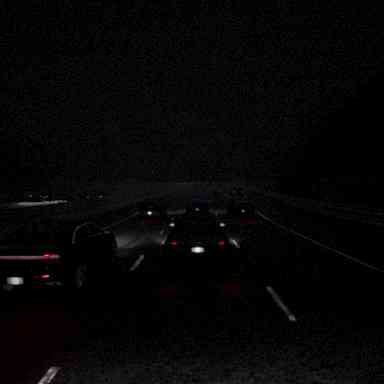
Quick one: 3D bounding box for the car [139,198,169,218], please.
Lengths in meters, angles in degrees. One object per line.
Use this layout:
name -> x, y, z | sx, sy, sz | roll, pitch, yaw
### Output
car -> -3.055, 1.232, 26.847 | 1.837, 1.490, 4.892 | 0, 1, 1

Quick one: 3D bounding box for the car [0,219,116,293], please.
car -> -3.346, 1.463, 8.765 | 2.128, 1.511, 4.902 | 0, 0, 0

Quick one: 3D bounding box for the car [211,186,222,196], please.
car -> 5.477, -0.008, 71.932 | 1.882, 1.535, 5.008 | 0, 2, 2

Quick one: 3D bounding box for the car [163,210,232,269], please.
car -> 0.176, 1.519, 11.010 | 1.994, 1.385, 4.181 | 0, 0, 1

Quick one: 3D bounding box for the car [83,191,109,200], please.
car -> -13.104, 0.642, 46.745 | 2.097, 1.767, 4.553 | 0, 2, 3

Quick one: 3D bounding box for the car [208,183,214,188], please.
car -> 6.397, -0.975, 95.127 | 2.097, 1.767, 4.553 | 0, 2, 2

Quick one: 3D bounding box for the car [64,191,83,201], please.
car -> -16.528, 0.753, 48.603 | 1.837, 1.490, 4.892 | 0, 1, 3

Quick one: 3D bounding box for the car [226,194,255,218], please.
car -> 3.845, 1.195, 27.024 | 1.882, 1.535, 5.008 | 0, 1, 1

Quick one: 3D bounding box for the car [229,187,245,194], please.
car -> 8.444, 0.072, 61.384 | 2.150, 2.045, 5.566 | 0, 2, 4

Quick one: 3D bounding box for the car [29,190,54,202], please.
car -> -22.777, 0.560, 50.397 | 2.097, 1.767, 4.553 | 0, 2, -1

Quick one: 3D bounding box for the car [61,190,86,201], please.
car -> -19.701, 0.557, 55.449 | 2.128, 1.511, 4.902 | 0, 2, 2

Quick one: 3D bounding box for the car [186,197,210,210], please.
car -> 0.492, 1.164, 28.694 | 1.882, 1.535, 5.008 | 0, 1, 1

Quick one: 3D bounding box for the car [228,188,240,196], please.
car -> 8.943, 0.019, 71.006 | 2.033, 1.411, 5.357 | 0, 2, 2
